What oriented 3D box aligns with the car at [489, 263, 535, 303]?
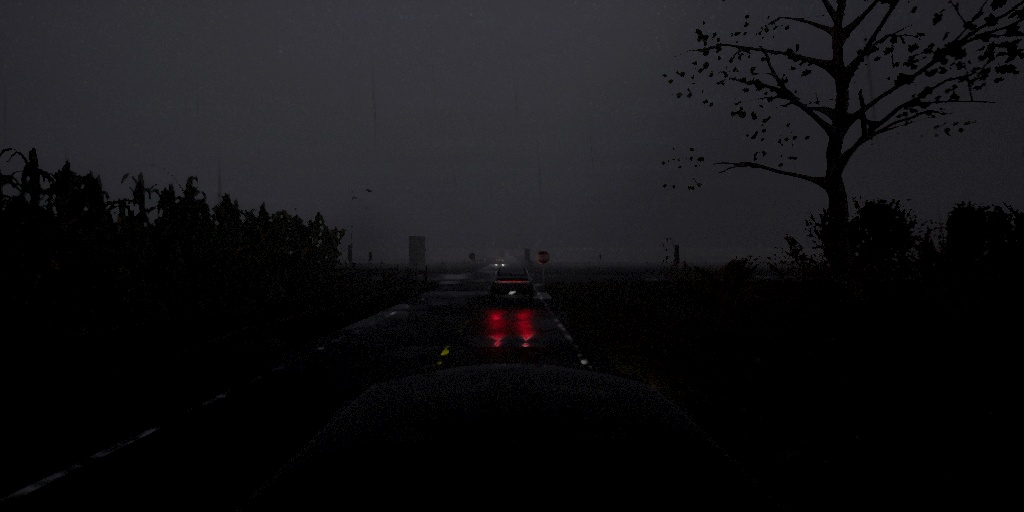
[{"bbox_3d":[0.000,1.236,16.500,2.128,1.511,4.902,0,0,0],"label":"car"}]
